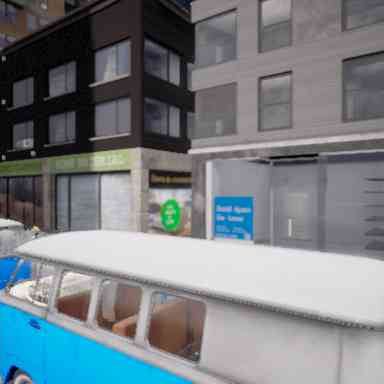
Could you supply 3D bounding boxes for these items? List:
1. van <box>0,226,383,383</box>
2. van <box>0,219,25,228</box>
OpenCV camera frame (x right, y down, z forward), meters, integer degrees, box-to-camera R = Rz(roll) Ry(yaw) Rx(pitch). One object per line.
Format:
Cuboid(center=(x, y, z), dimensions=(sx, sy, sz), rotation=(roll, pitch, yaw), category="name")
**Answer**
Cuboid(center=(-0.185, 1.333, 2.984), dimensions=(3.998, 1.788, 1.690), rotation=(0, 0, 35), category="van")
Cuboid(center=(-4.670, 1.310, 6.180), dimensions=(3.998, 1.788, 1.690), rotation=(0, 0, 35), category="van")
